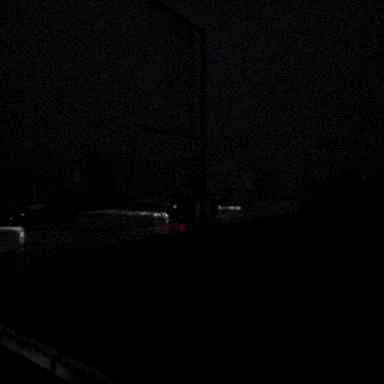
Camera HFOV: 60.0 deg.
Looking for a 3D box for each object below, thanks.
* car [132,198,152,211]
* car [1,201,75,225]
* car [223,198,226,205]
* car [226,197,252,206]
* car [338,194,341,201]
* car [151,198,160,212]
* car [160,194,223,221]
[{"bbox_3d":[-4.931,1.430,39.413,1.882,1.535,5.008,0,0,32],"label":"car"},{"bbox_3d":[-10.641,1.486,23.853,1.812,1.442,4.674,0,0,32],"label":"car"},{"bbox_3d":[4.922,1.619,54.787,1.895,1.301,4.718,0,0,33],"label":"car"},{"bbox_3d":[7.890,1.486,52.931,2.128,1.511,4.902,0,0,33],"label":"car"},{"bbox_3d":[36.016,1.320,82.406,2.097,1.767,4.553,0,0,36],"label":"car"},{"bbox_3d":[-2.105,1.485,37.334,1.812,1.442,4.674,0,0,32],"label":"car"},{"bbox_3d":[0.132,1.197,27.599,2.150,2.045,5.566,0,0,32],"label":"car"}]
